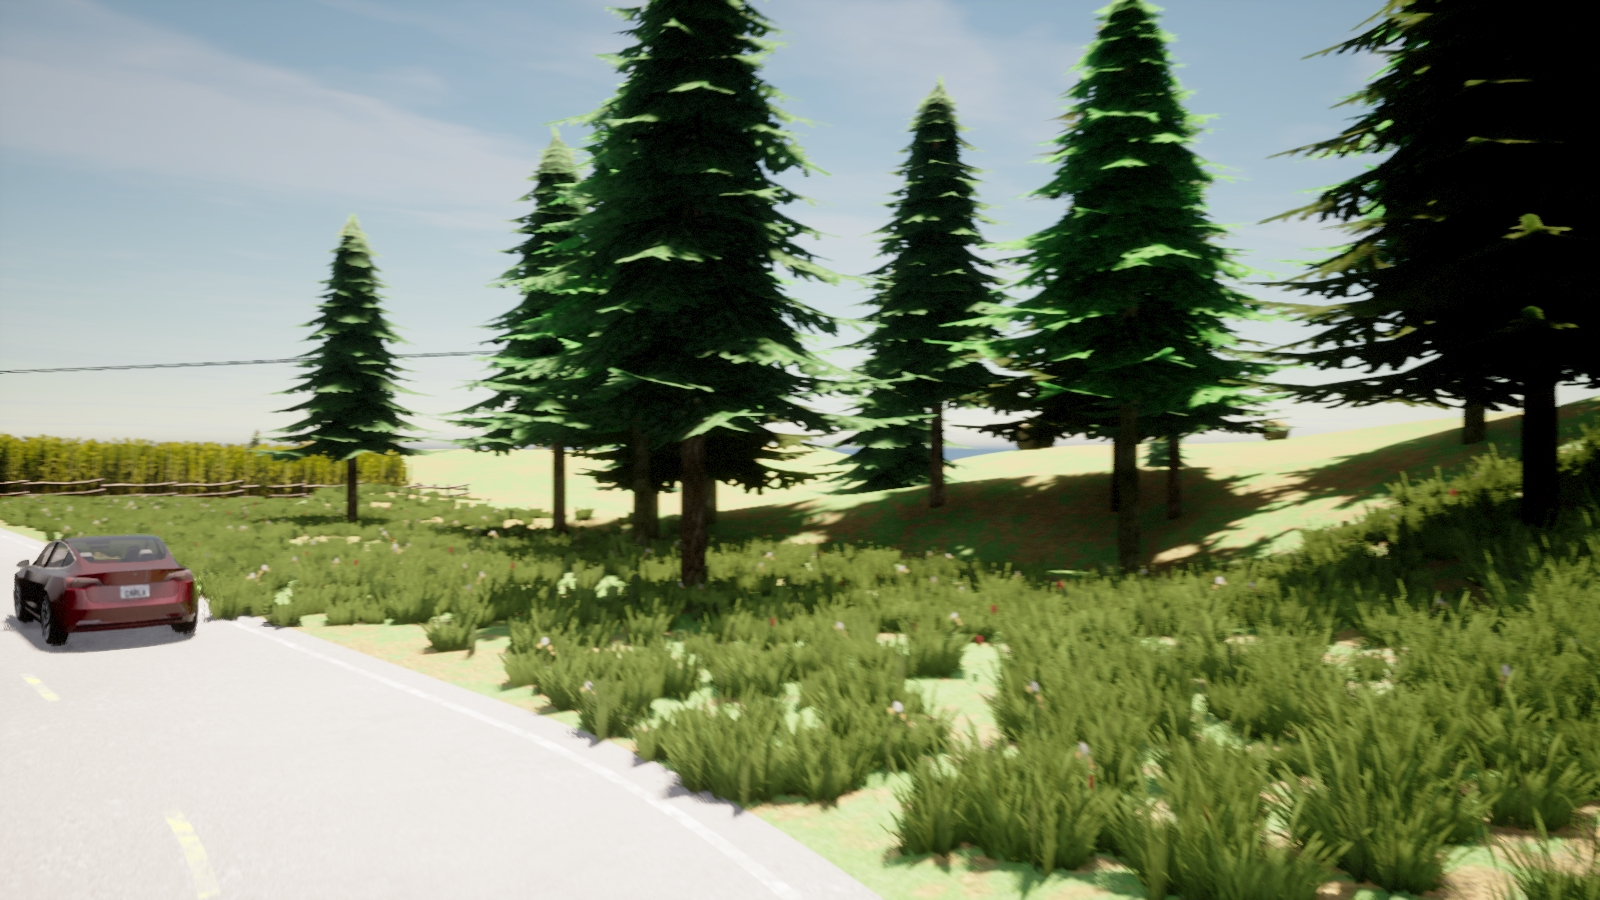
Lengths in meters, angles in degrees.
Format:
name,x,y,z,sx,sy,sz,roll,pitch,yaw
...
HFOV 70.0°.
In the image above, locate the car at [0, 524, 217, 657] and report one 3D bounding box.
name,x,y,z,sx,sy,sz,roll,pitch,yaw
car,-11.073,2.077,18.117,2.163,1.488,4.792,0,0,-41
